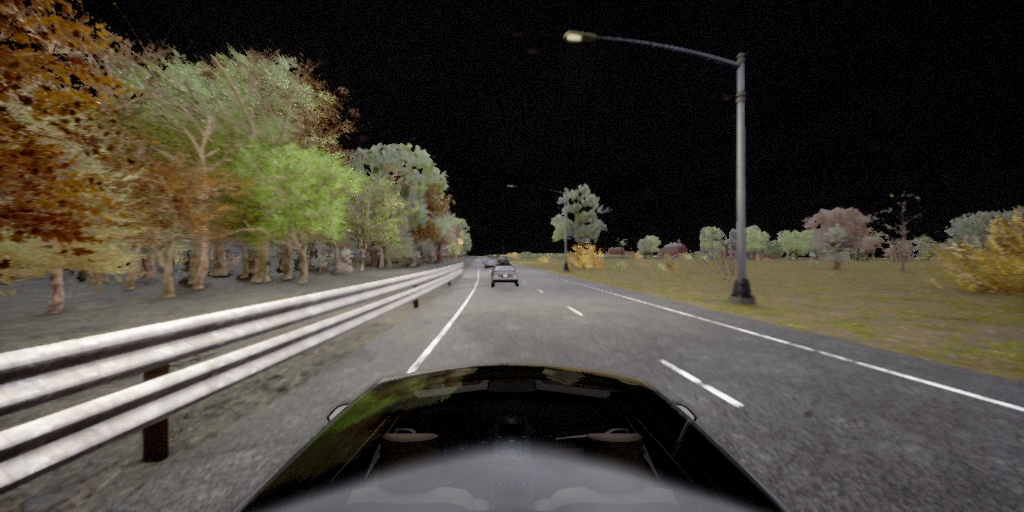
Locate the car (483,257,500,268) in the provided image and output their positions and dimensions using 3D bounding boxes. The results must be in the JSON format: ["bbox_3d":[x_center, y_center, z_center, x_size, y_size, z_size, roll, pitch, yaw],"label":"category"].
[{"bbox_3d":[-3.425,1.271,57.709,1.994,1.385,4.181,0,0,-5],"label":"car"}]

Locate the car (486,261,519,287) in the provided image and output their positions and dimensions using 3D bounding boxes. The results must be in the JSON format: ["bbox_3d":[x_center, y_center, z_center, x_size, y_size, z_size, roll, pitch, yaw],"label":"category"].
[{"bbox_3d":[-0.568,1.281,24.703,2.033,1.411,5.357,0,0,-4],"label":"car"}]
